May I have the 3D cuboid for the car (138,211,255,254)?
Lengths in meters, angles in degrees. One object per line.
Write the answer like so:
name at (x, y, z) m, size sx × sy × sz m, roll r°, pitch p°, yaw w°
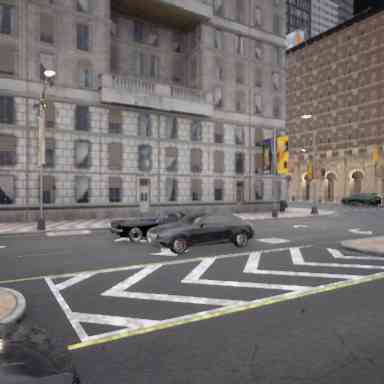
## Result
car at (0.440, 1.521, 13.458) m, size 4.674 × 1.442 × 1.812 m, roll 0°, pitch 0°, yaw -30°

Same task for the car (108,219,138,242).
car at (-1.610, 1.596, 16.312) m, size 4.718 × 1.301 × 1.895 m, roll 0°, pitch 0°, yaw -30°

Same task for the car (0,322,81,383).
car at (-3.154, 1.506, 1.856) m, size 4.892 × 1.490 × 1.837 m, roll 0°, pitch -1°, yaw -31°

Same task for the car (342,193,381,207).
car at (25.722, 1.189, 50.722) m, size 2.150 × 2.045 × 5.566 m, roll 0°, pitch 0°, yaw -31°
